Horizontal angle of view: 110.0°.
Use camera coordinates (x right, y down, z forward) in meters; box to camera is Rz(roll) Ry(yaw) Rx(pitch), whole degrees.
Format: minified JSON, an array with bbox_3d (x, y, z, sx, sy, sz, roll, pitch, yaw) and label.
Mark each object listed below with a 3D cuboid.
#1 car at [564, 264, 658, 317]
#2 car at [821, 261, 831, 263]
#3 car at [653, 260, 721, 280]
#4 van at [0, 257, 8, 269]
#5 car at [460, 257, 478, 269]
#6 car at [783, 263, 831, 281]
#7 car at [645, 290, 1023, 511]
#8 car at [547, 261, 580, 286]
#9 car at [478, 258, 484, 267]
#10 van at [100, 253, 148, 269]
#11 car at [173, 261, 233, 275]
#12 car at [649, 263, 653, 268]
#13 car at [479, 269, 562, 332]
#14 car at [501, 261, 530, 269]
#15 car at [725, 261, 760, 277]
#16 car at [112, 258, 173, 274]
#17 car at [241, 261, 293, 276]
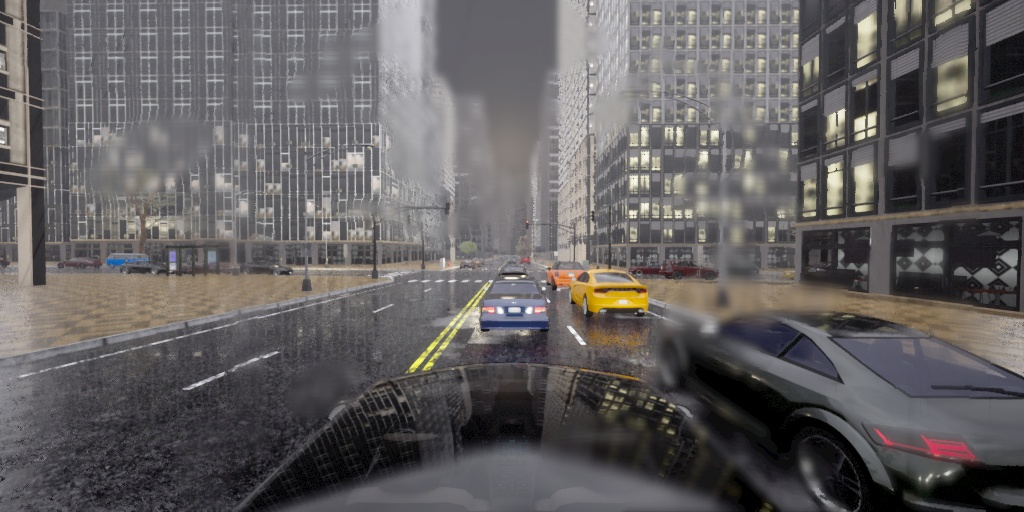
[{"bbox_3d":[3.331,1.222,13.207,1.882,1.535,5.008,0,0,0],"label":"car"},{"bbox_3d":[33.973,1.366,38.401,4.553,1.767,2.097,0,1,1],"label":"car"},{"bbox_3d":[16.142,1.267,32.911,5.009,1.841,2.192,0,0,1],"label":"car"},{"bbox_3d":[-51.194,0.685,34.031,3.998,1.789,1.690,0,0,1],"label":"van"},{"bbox_3d":[-6.679,1.275,54.328,1.994,1.385,4.181,0,0,0],"label":"car"},{"bbox_3d":[27.591,1.576,32.733,4.829,1.417,1.751,0,0,1],"label":"car"},{"bbox_3d":[3.341,1.313,4.122,1.994,1.385,4.181,0,0,0],"label":"car"},{"bbox_3d":[3.316,1.091,22.212,2.097,1.767,4.553,0,0,0],"label":"car"},{"bbox_3d":[-6.665,1.051,64.329,2.097,1.767,4.553,0,0,0],"label":"car"},{"bbox_3d":[-45.355,0.603,42.303,3.998,1.789,1.690,0,0,1],"label":"van"},{"bbox_3d":[-28.468,1.136,33.497,4.207,1.307,1.802,0,0,1],"label":"car"},{"bbox_3d":[15.018,1.449,38.737,4.718,1.301,1.895,1,1,2],"label":"car"},{"bbox_3d":[0.086,1.293,10.802,2.033,1.411,5.357,0,0,1],"label":"car"},{"bbox_3d":[0.070,1.231,20.554,2.128,1.511,4.902,0,0,0],"label":"car"},{"bbox_3d":[23.914,1.279,38.565,4.553,1.767,2.097,1,1,1],"label":"car"},{"bbox_3d":[-34.149,1.067,33.661,4.313,1.339,1.948,0,0,1],"label":"car"},{"bbox_3d":[-22.784,1.172,33.374,4.313,1.339,1.948,0,0,1],"label":"car"}]
